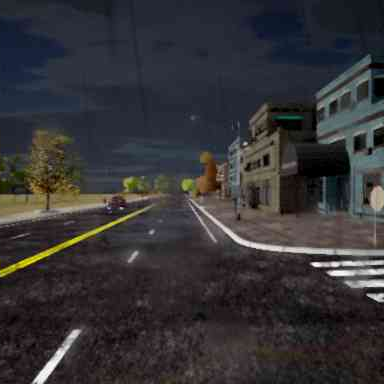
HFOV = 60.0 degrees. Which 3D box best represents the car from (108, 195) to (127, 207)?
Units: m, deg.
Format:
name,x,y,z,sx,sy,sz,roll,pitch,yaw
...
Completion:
name,x,y,z,sx,sy,sz,roll,pitch,yaw
car,-11.407,1.396,50.987,2.097,1.767,4.553,0,0,-1
